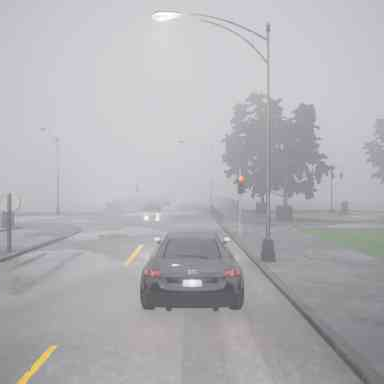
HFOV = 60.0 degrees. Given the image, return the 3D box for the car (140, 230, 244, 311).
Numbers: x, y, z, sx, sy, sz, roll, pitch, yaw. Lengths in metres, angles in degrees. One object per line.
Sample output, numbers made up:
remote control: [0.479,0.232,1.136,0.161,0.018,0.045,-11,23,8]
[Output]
car: [0.002,1.564,7.826,1.994,1.385,4.181,0,0,0]

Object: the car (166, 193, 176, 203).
car: [-4.549,1.221,69.329,2.150,2.045,5.566,0,0,0]

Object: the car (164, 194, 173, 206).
car: [-4.511,1.477,53.073,1.882,1.535,5.008,0,0,0]

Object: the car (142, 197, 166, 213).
car: [-4.393,1.564,37.454,1.994,1.385,4.181,0,0,0]
